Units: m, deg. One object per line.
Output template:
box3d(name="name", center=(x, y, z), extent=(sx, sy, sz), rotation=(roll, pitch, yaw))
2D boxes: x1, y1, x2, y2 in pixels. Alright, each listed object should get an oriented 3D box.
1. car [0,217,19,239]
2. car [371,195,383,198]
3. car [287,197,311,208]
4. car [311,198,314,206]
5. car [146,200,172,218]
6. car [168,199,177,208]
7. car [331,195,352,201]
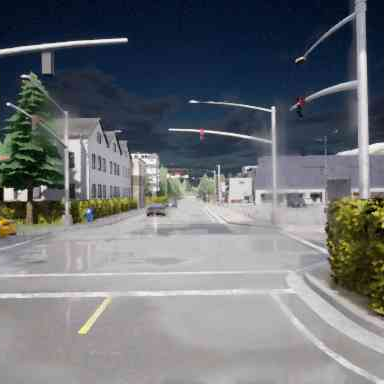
box3d(name="car", center=(-12.330, 1.956, 18.322), extent=(5.008, 1.535, 1.882), rotation=(-1, 0, -5))
box3d(name="car", center=(19.120, 1.183, 31.280), extent=(1.905, 1.878, 3.866), rotation=(-1, -1, 0))
box3d(name="car", center=(15.429, 1.629, 49.148), extent=(2.007, 1.523, 4.514), rotation=(-1, -1, 0))
box3d(name="car", center=(19.075, 1.573, 56.206), extent=(1.970, 1.475, 3.806), rotation=(-1, -1, 0))
box3d(name="car", center=(-3.598, 1.846, 34.759), extent=(2.033, 1.411, 5.357), rotation=(-1, 0, 0))
box3d(name="car", center=(-3.523, 2.001, 57.324), extent=(2.128, 1.511, 4.902), rotation=(-1, -1, 1))
box3d(name="car", center=(25.489, 1.398, 56.545), extent=(2.152, 1.636, 5.027), rotation=(-1, -1, 0))
